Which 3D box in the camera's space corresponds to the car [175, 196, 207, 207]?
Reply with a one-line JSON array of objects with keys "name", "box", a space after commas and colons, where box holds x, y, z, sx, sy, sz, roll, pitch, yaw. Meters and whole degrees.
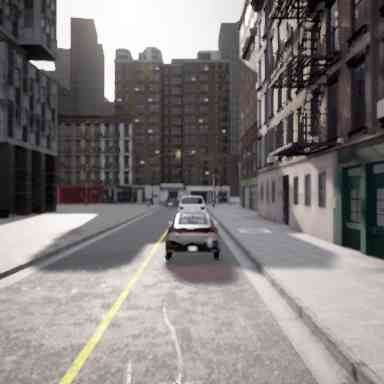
[{"name": "car", "box": [0.031, 1.307, 26.504, 2.150, 2.045, 5.566, 0, 0, 0]}]

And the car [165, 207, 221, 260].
[{"name": "car", "box": [0.043, 1.536, 12.662, 2.128, 1.511, 4.902, 0, 0, 1]}]

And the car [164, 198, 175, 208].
[{"name": "car", "box": [-3.047, 1.622, 49.456, 2.128, 1.511, 4.902, 0, 0, 1]}]
